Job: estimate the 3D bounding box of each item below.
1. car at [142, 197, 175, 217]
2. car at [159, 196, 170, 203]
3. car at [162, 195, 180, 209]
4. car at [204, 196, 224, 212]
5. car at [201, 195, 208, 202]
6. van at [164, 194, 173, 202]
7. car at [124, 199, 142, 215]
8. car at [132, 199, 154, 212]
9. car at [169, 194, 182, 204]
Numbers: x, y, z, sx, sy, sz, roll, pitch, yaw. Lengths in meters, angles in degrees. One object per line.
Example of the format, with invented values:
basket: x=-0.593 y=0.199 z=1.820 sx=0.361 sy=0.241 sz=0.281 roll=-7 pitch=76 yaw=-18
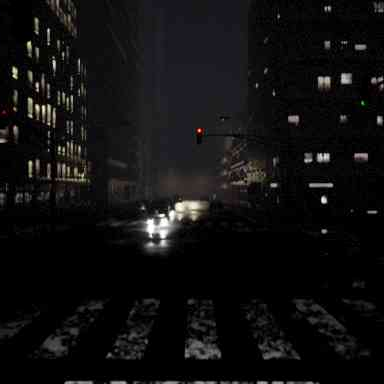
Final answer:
car: x=-3.033 y=1.467 z=31.163 sx=2.128 sy=1.511 sz=4.902 roll=0 pitch=0 yaw=0
car: x=-5.556 y=1.494 z=67.109 sx=1.887 sy=1.381 sz=4.507 roll=-1 pitch=0 yaw=0
car: x=-3.004 y=1.458 z=41.447 sx=2.128 sy=1.511 sz=4.902 roll=0 pitch=0 yaw=0
car: x=2.761 y=1.520 z=38.818 sx=2.008 sy=1.369 sz=4.403 roll=-1 pitch=0 yaw=0
car: x=2.834 y=1.386 z=72.746 sx=1.967 sy=1.590 sz=4.097 roll=-1 pitch=0 yaw=0
van: x=-5.535 y=1.283 z=78.419 sx=1.690 sy=1.788 sz=3.998 roll=-1 pitch=0 yaw=0
car: x=-5.632 y=1.499 z=33.012 sx=1.752 sy=1.417 sz=4.829 roll=-1 pitch=0 yaw=0
car: x=-5.619 y=1.535 z=38.837 sx=1.947 sy=1.339 sz=4.313 roll=-1 pitch=0 yaw=0
car: x=-2.905 y=1.304 z=61.647 sx=2.097 sy=1.767 sz=4.553 roll=0 pitch=0 yaw=1
